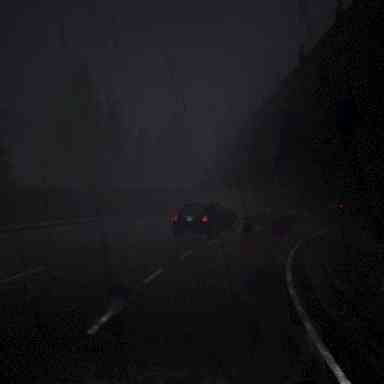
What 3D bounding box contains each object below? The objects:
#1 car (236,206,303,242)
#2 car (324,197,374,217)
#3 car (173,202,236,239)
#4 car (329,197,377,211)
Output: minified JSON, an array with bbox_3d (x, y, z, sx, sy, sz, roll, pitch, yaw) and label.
[{"bbox_3d":[4.058,1.432,16.296,1.882,1.535,5.008,0,0,29],"label":"car"},{"bbox_3d":[14.283,1.268,30.300,4.553,1.767,2.097,0,0,-29],"label":"car"},{"bbox_3d":[0.867,1.303,17.530,2.097,1.767,4.553,0,0,27],"label":"car"},{"bbox_3d":[19.220,1.381,39.715,4.902,1.511,2.128,0,0,-14],"label":"car"}]
